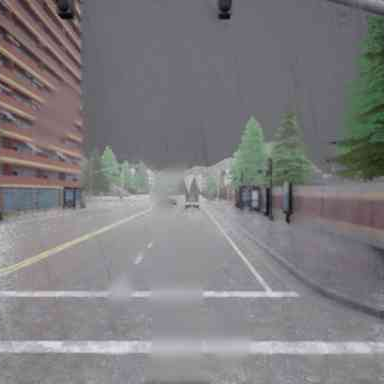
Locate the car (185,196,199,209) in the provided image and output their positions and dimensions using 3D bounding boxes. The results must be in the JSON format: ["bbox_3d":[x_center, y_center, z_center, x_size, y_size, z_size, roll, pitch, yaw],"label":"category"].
[{"bbox_3d":[0.000,1.553,44.295,1.895,1.301,4.718,0,0,0],"label":"car"}]

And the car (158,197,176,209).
[{"bbox_3d":[-3.500,1.457,44.851,1.837,1.490,4.892,0,0,0],"label":"car"}]

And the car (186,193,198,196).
[{"bbox_3d":[0.000,1.164,53.958,2.150,2.045,5.566,0,0,0],"label":"car"}]
